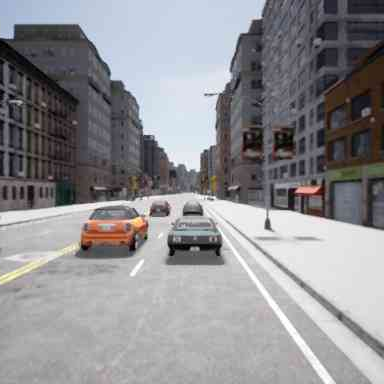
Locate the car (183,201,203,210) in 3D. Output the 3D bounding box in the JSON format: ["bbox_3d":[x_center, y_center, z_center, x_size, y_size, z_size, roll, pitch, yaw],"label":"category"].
[{"bbox_3d":[0.100,1.594,32.587,1.994,1.385,4.181,0,0,0],"label":"car"}]

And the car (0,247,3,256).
[{"bbox_3d":[-6.601,1.555,7.610,2.033,1.411,5.357,0,0,0],"label":"car"}]

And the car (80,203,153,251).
[{"bbox_3d":[-3.150,1.365,14.408,2.097,1.767,4.553,0,0,0],"label":"car"}]

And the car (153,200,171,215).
[{"bbox_3d":[-3.165,1.557,33.767,1.812,1.442,4.674,0,0,0],"label":"car"}]

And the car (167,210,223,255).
[{"bbox_3d":[0.101,1.613,13.333,1.895,1.301,4.718,0,0,0],"label":"car"}]
